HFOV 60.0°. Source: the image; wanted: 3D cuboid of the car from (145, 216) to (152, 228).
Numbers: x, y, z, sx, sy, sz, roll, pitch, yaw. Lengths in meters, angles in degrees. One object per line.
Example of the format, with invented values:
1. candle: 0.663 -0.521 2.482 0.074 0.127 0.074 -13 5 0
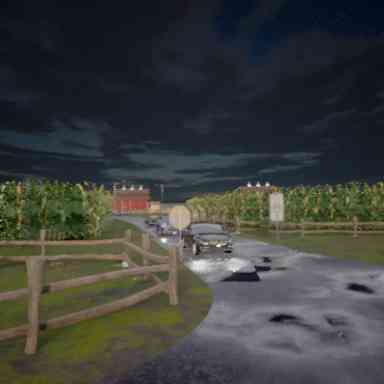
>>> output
1. car: -4.489 3.568 39.891 1.895 1.301 4.718 -1 -3 -13

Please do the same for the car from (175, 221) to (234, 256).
1. car: 0.637 2.336 17.402 1.837 1.490 4.892 -1 -3 -13

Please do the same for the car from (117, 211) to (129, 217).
1. car: -19.070 6.210 93.543 1.812 1.442 4.674 0 -3 -24

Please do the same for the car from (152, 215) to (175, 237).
1. car: -1.823 2.725 28.133 2.097 1.767 4.553 -1 -3 -13
